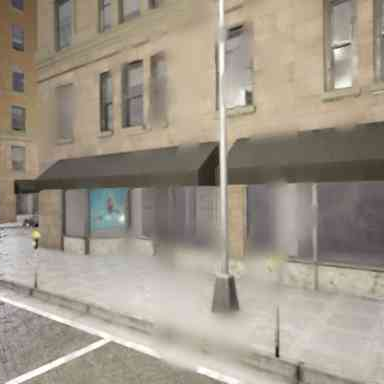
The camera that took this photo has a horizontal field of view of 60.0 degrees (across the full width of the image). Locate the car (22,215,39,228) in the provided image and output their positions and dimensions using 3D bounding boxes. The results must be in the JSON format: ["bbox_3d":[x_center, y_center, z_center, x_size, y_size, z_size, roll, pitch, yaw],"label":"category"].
[{"bbox_3d":[-9.766,1.910,25.055,2.033,1.411,5.357,-1,-1,35],"label":"car"}]
